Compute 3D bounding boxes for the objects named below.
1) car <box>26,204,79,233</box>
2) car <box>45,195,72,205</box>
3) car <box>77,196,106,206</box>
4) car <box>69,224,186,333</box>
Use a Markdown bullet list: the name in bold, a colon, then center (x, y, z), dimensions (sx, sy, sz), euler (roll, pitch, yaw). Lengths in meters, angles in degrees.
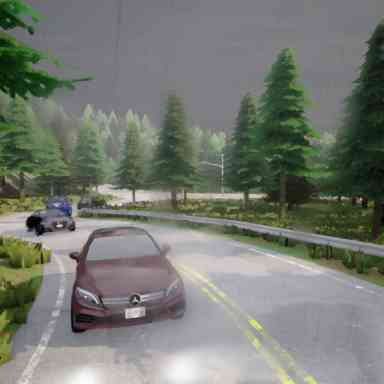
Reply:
- **car**: center (-8.410, 1.693, 19.626), dimensions (1.994, 1.385, 4.181), euler (-5, 2, -38)
- **car**: center (-12.900, 1.326, 32.238), dimensions (2.150, 2.045, 5.566), euler (-1, 0, -18)
- **car**: center (-12.768, 1.289, 42.832), dimensions (2.097, 1.767, 4.553), euler (2, 2, 13)
- **car**: center (-1.530, 1.523, 7.111), dimensions (1.812, 1.442, 4.674), euler (-2, 0, -17)
